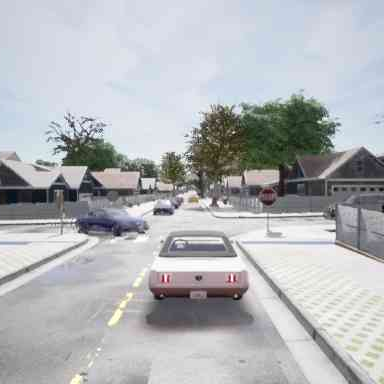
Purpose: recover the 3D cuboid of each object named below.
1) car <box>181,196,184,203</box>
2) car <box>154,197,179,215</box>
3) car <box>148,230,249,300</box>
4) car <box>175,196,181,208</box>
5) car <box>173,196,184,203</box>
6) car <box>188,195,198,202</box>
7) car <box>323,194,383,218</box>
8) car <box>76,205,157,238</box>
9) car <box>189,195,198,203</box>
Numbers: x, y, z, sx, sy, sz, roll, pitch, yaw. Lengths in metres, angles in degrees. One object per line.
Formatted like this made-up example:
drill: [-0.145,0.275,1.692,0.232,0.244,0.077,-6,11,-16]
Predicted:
car: [-2.702,1.500,53.666,1.895,1.301,4.718,0,0,0]
car: [-2.764,1.489,33.569,2.033,1.411,5.357,0,0,0]
car: [0.126,1.595,8.318,1.895,1.301,4.718,0,0,0]
car: [-2.734,1.445,43.595,1.812,1.442,4.674,0,0,1]
car: [-2.625,1.480,64.756,1.895,1.301,4.718,0,0,1]
car: [0.196,1.388,76.098,2.128,1.511,4.902,0,0,0]
car: [11.645,0.947,23.316,4.553,1.767,2.097,-2,0,0]
car: [-4.291,1.555,17.609,4.674,1.442,1.812,-3,-3,38]
car: [0.267,1.355,66.138,1.882,1.535,5.008,0,0,0]
